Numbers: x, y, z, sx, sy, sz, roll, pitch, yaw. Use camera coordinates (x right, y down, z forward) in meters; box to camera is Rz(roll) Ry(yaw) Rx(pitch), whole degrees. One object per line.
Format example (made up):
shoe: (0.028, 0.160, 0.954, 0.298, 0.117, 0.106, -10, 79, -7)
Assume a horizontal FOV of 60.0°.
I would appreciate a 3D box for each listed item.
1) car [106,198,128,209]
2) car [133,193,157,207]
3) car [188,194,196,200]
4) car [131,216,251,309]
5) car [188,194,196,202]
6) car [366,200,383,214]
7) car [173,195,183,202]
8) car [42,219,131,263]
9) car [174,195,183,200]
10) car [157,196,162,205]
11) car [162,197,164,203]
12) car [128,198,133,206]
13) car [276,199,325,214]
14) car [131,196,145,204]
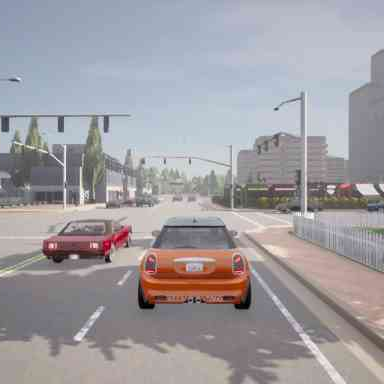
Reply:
car: (-10.614, 1.564, 46.251, 1.994, 1.385, 4.181, 0, 0, 0)
car: (-7.114, 1.221, 51.077, 2.150, 2.045, 5.566, 0, 0, 1)
car: (-0.031, 1.398, 87.628, 2.128, 1.511, 4.902, 0, 0, 0)
car: (0.061, 1.352, 8.017, 2.097, 1.767, 4.553, 0, 0, 0)
car: (-0.028, 1.531, 77.353, 2.033, 1.411, 5.357, 0, 0, 0)
car: (20.903, 1.478, 34.917, 5.008, 1.535, 1.882, 0, 0, -2)
car: (-3.528, 1.513, 77.670, 1.812, 1.442, 4.674, 0, 0, 0)
car: (-3.420, 1.601, 11.912, 1.895, 1.301, 4.718, 0, 0, 0)
car: (-3.531, 1.425, 87.625, 1.994, 1.385, 4.181, 0, 0, 0)
car: (-7.093, 1.564, 60.483, 1.994, 1.385, 4.181, 0, 0, 0)
car: (-7.025, 1.524, 70.808, 1.812, 1.442, 4.674, 0, 0, 0)
car: (-10.605, 1.601, 55.013, 1.895, 1.301, 4.718, 0, 0, 0)
car: (11.259, 1.492, 34.676, 4.902, 1.511, 2.128, 0, 0, -1)
car: (-10.569, 1.564, 64.961, 1.994, 1.385, 4.181, 0, 0, 0)
